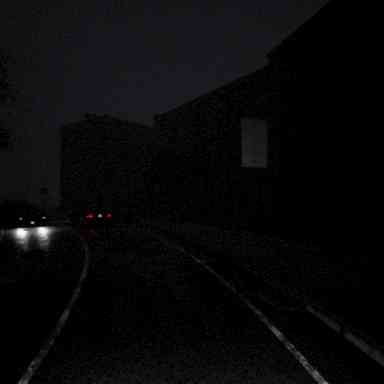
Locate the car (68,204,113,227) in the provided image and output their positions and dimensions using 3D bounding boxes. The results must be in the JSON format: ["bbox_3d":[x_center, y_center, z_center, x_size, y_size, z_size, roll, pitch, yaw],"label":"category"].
[{"bbox_3d":[-7.076,1.541,22.932,2.033,1.411,5.357,0,0,-32],"label":"car"}]

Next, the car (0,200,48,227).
[{"bbox_3d":[-11.443,1.519,22.780,2.033,1.411,5.357,0,0,-36],"label":"car"}]
